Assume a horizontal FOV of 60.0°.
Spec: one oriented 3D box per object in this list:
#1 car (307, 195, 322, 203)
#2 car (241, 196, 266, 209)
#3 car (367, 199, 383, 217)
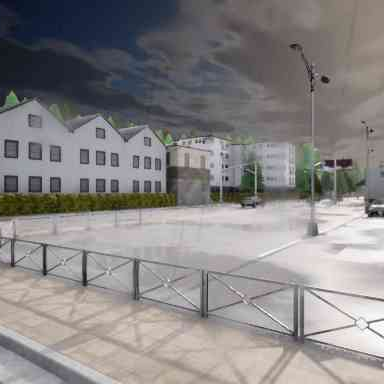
[{"bbox_3d":[24.382,1.370,66.070,1.994,1.385,4.181,0,0,35],"label":"car"},{"bbox_3d":[7.973,1.300,42.787,2.128,1.511,4.902,0,0,34],"label":"car"},{"bbox_3d":[15.428,1.298,26.805,2.007,1.523,4.514,0,0,35],"label":"car"}]
